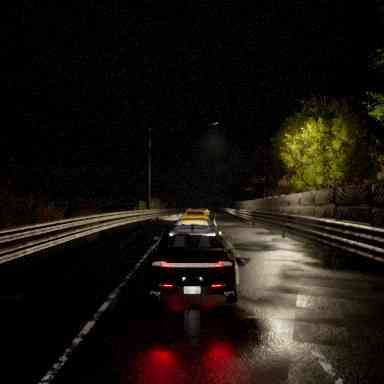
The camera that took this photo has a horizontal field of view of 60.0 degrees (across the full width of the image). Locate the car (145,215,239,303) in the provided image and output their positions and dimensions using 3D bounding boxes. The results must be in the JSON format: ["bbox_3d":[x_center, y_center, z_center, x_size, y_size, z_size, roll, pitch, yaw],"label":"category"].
[{"bbox_3d":[0.012,1.556,8.293,2.128,1.511,4.902,0,-1,0],"label":"car"}]

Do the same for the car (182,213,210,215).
[{"bbox_3d":[0.065,1.802,14.711,1.895,1.301,4.718,0,-2,1],"label":"car"}]

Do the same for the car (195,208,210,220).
[{"bbox_3d":[1.492,2.986,46.009,1.882,1.535,5.008,0,-3,4],"label":"car"}]

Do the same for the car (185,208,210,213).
[{"bbox_3d":[0.271,2.024,24.315,1.882,1.535,5.008,0,-2,2],"label":"car"}]

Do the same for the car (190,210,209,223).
[{"bbox_3d":[0.898,2.692,36.619,1.895,1.301,4.718,0,-3,3],"label":"car"}]
